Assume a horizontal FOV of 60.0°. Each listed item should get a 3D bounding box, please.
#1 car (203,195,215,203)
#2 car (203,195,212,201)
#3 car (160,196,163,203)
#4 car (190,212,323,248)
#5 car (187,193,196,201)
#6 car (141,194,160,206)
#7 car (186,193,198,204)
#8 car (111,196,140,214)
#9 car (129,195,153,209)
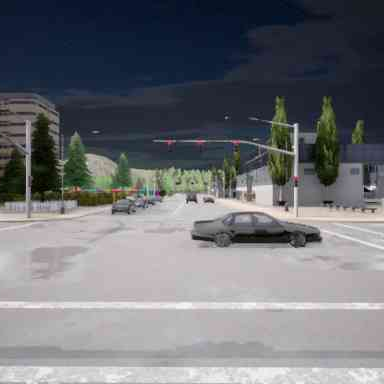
[{"bbox_3d":[3.462,1.601,66.557,1.895,1.301,4.718,0,0,0],"label":"car"},{"bbox_3d":[3.457,1.450,76.865,1.895,1.301,4.718,0,0,0],"label":"car"},{"bbox_3d":[-7.039,1.491,68.890,1.837,1.490,4.892,0,0,0],"label":"car"},{"bbox_3d":[2.583,1.547,14.109,5.357,1.411,2.033,0,0,1],"label":"car"},{"bbox_3d":[-0.043,1.210,76.803,2.097,1.767,4.553,0,0,0],"label":"car"},{"bbox_3d":[-7.114,1.547,56.090,2.033,1.411,5.357,0,0,0],"label":"car"},{"bbox_3d":[-0.037,1.221,66.181,2.150,2.045,5.566,0,0,0],"label":"car"},{"bbox_3d":[-7.137,1.505,35.034,1.837,1.490,4.892,0,0,1],"label":"car"},{"bbox_3d":[-7.114,1.491,45.482,2.128,1.511,4.902,0,0,0],"label":"car"}]
